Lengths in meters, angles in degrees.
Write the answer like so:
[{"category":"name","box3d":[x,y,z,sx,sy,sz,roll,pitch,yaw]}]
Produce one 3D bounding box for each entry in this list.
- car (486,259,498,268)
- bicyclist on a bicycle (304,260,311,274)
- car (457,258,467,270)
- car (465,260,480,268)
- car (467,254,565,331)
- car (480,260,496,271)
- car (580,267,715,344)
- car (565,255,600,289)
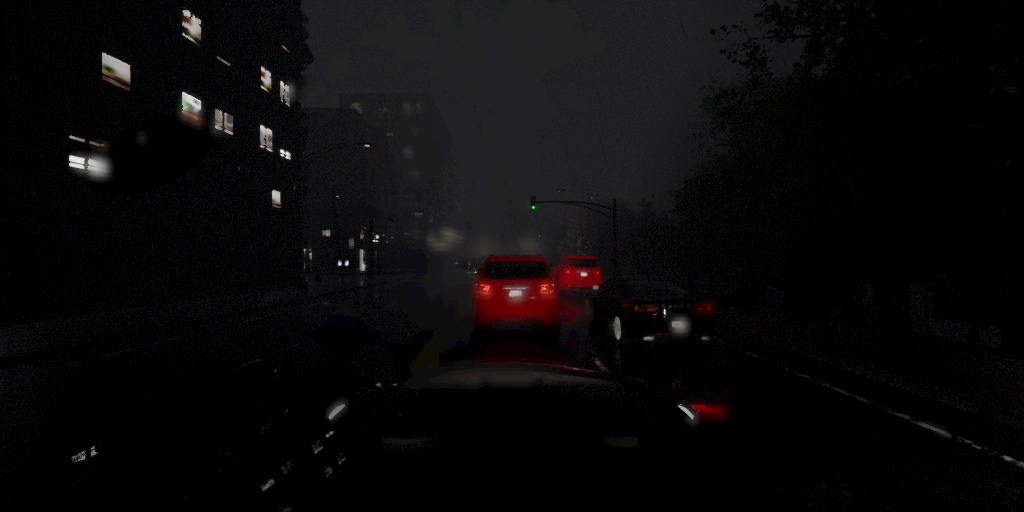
[{"category":"car","box3d":[-3.378,1.275,61.361,1.837,1.490,4.892,0,0,0]},{"category":"bicyclist on a bicycle","box3d":[-24.915,1.336,43.673,0.582,1.620,1.656,-1,0,-1]},{"category":"car","box3d":[-6.637,1.115,51.647,2.097,1.767,4.553,0,0,0]},{"category":"car","box3d":[-6.630,1.370,60.642,1.895,1.301,4.718,0,0,0]},{"category":"car","box3d":[0.093,0.971,11.072,2.150,2.045,5.566,0,0,0]},{"category":"car","box3d":[-3.388,1.311,51.825,2.033,1.411,5.357,0,0,0]},{"category":"car","box3d":[3.341,1.228,9.612,1.882,1.535,5.008,0,0,0]},{"category":"car","box3d":[3.340,0.973,19.640,2.150,2.045,5.566,0,0,-1]}]
